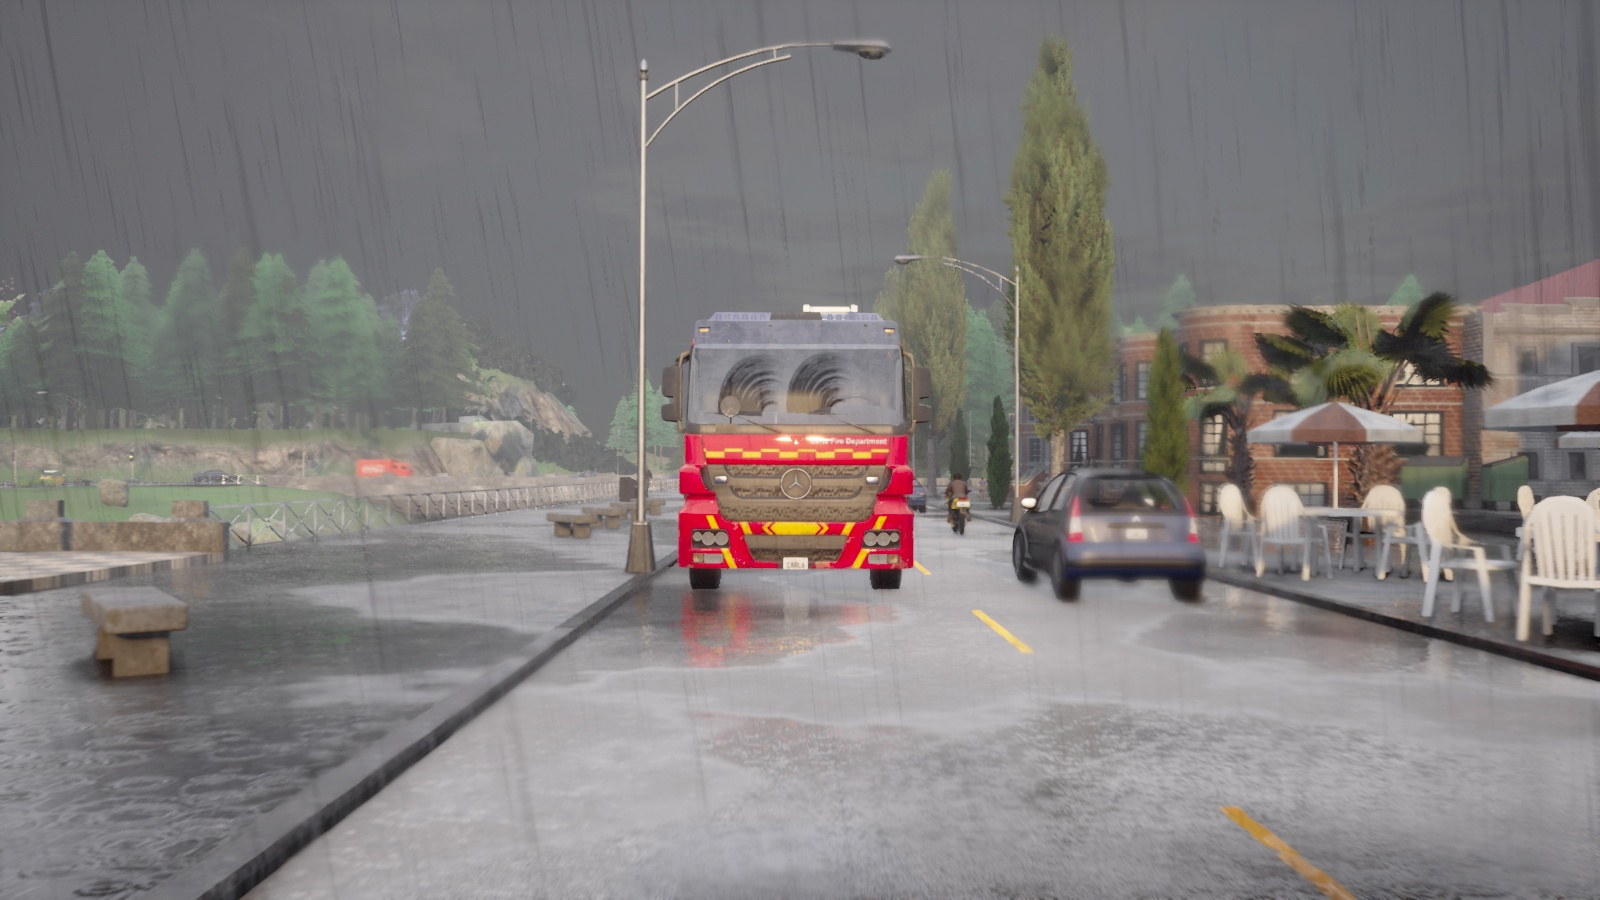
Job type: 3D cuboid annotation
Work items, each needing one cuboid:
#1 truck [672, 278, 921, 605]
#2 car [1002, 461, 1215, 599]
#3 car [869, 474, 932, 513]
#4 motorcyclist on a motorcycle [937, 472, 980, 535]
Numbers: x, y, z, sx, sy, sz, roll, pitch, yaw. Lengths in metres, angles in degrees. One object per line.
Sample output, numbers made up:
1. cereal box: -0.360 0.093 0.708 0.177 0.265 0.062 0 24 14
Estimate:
1. truck: -0.054 -0.033 18.942 2.891 3.827 8.468 0 -1 0
2. car: 3.955 0.978 16.789 1.851 1.617 3.988 0 -1 0
3. car: 3.872 1.672 49.304 2.033 1.411 5.357 0 -1 0
4. motorcyclist on a motorcycle: 3.918 1.304 31.242 0.797 1.523 2.044 0 -1 0
